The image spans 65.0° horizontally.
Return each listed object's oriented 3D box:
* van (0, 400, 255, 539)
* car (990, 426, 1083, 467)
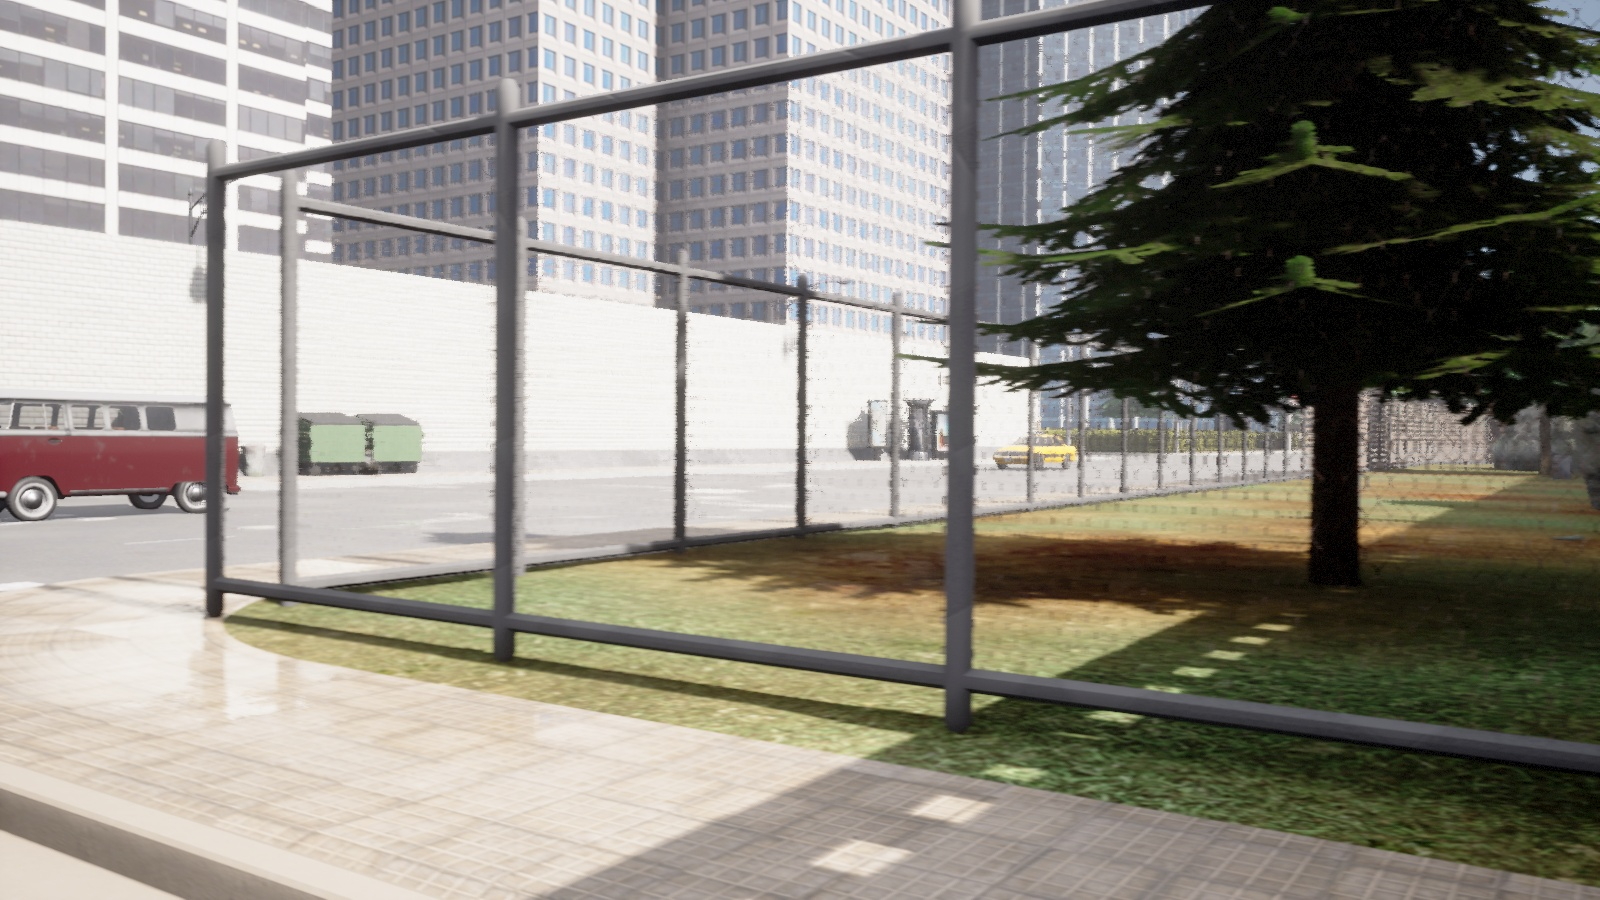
[{"bbox_3d":[-11.239,0.260,19.973,1.775,1.987,4.442,0,1,34],"label":"van"},{"bbox_3d":[9.824,-0.181,51.804,1.801,1.575,5.366,0,1,33],"label":"car"}]
